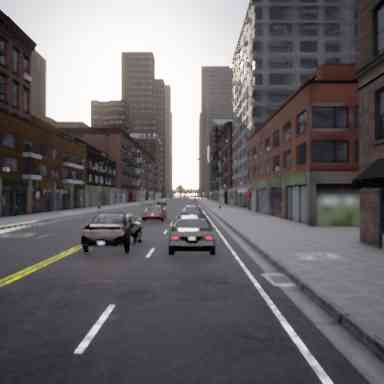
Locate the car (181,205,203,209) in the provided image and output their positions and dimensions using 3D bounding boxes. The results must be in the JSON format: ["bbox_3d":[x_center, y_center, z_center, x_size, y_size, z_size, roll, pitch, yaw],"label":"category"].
[{"bbox_3d":[0.003,1.845,29.303,1.994,1.385,4.181,0,-1,0],"label":"car"}]

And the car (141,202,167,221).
[{"bbox_3d":[-3.244,1.845,29.262,1.994,1.385,4.181,0,-1,0],"label":"car"}]

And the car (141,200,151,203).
[{"bbox_3d":[-9.745,2.319,70.937,1.895,1.301,4.718,0,-1,0],"label":"car"}]

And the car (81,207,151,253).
[{"bbox_3d":[-3.246,1.630,14.296,2.128,1.511,4.902,0,0,0],"label":"car"}]

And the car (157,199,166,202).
[{"bbox_3d":[-6.495,2.202,70.968,1.882,1.535,5.008,0,-1,0],"label":"car"}]

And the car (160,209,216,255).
[{"bbox_3d":[0.002,1.682,13.992,2.033,1.411,5.357,0,-1,0],"label":"car"}]
